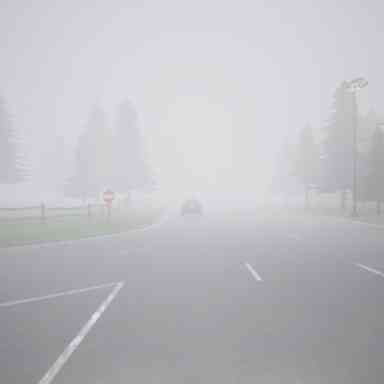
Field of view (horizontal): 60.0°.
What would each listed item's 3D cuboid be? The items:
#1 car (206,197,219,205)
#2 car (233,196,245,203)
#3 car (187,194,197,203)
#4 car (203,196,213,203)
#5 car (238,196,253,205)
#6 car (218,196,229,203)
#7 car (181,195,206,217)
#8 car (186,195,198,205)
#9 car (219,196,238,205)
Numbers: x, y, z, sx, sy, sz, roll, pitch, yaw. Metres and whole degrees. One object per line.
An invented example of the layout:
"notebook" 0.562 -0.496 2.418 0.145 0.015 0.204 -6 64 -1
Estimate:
"car" 3.488 1.770 64.073 1.994 1.385 4.181 0 0 0
"car" 10.487 1.623 74.079 1.994 1.385 4.181 0 0 0
"car" -0.013 1.425 74.047 2.097 1.767 4.553 0 0 0
"car" 3.487 1.666 74.107 1.895 1.301 4.718 0 0 0
"car" 10.488 1.732 64.075 1.812 1.442 4.674 0 0 0
"car" 6.987 1.623 74.078 1.994 1.385 4.181 0 0 0
"car" -0.006 1.459 33.007 2.097 1.767 4.553 0 0 0
"car" -0.011 1.558 64.044 2.097 1.767 4.553 0 0 0
"car" 6.989 1.752 63.657 2.033 1.411 5.357 0 0 0
